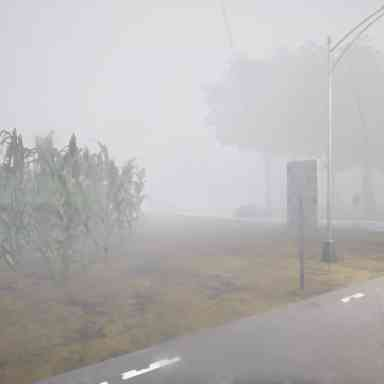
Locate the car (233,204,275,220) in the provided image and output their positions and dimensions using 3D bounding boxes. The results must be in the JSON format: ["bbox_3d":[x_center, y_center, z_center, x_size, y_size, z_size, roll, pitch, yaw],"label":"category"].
[{"bbox_3d":[5.825,1.835,31.790,1.994,1.385,4.181,-1,0,-35],"label":"car"}]

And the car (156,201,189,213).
[{"bbox_3d":[-2.305,2.032,43.342,1.895,1.301,4.718,-1,0,-35],"label":"car"}]

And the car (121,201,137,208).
[{"bbox_3d":[-11.468,2.164,61.267,1.812,1.442,4.674,-1,0,-35],"label":"car"}]

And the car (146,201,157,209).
[{"bbox_3d":[-5.502,2.112,52.860,1.895,1.301,4.718,-1,0,-35],"label":"car"}]
